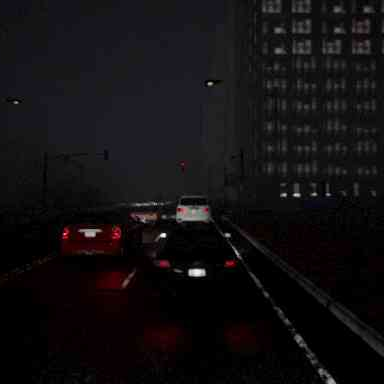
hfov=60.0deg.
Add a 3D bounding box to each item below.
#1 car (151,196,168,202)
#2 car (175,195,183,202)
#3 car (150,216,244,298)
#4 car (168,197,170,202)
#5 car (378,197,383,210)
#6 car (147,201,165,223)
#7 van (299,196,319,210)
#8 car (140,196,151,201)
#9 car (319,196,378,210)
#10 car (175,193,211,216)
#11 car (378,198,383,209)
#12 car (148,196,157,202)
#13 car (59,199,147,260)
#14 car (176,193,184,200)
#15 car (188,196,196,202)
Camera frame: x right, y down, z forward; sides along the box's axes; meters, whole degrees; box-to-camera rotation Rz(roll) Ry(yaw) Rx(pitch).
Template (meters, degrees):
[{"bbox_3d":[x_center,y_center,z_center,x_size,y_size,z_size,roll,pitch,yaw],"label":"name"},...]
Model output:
[{"bbox_3d":[-6.541,1.578,67.501,1.837,1.490,4.892,0,0,0],"label":"car"},{"bbox_3d":[-3.293,1.633,83.647,1.882,1.535,5.008,0,0,0],"label":"car"},{"bbox_3d":[0.097,1.549,8.533,1.994,1.385,4.181,0,0,0],"label":"car"},{"bbox_3d":[-6.542,1.751,82.878,1.895,1.301,4.718,0,0,0],"label":"car"},{"bbox_3d":[21.715,1.183,34.863,4.097,1.590,1.967,0,-1,-1],"label":"car"},{"bbox_3d":[-3.167,1.577,23.631,1.895,1.301,4.718,0,0,0],"label":"car"},{"bbox_3d":[15.916,1.342,42.814,3.998,1.788,1.690,0,-1,-1],"label":"van"},{"bbox_3d":[-9.786,1.675,67.409,1.895,1.301,4.718,0,0,0],"label":"car"},{"bbox_3d":[16.301,1.296,34.792,4.829,1.417,1.752,0,-1,-1],"label":"car"},{"bbox_3d":[0.089,1.198,21.934,2.150,2.045,5.566,0,0,0],"label":"car"},{"bbox_3d":[26.934,1.471,42.951,4.829,1.417,1.752,0,-1,-1],"label":"car"},{"bbox_3d":[-9.792,1.751,82.817,1.895,1.301,4.718,0,0,0],"label":"car"},{"bbox_3d":[-3.156,1.333,12.435,2.097,1.767,4.553,0,0,0],"label":"car"},{"bbox_3d":[-3.298,1.327,94.101,2.150,2.045,5.566,0,0,0],"label":"car"},{"bbox_3d":[-0.042,1.695,83.648,2.033,1.411,5.357,0,0,0],"label":"car"}]
